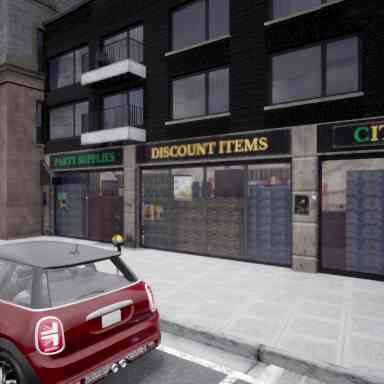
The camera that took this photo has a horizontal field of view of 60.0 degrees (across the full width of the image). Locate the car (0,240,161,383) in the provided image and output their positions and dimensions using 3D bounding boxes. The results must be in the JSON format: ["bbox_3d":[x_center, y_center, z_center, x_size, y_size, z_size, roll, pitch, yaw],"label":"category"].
[{"bbox_3d":[-2.477,1.440,4.848,4.097,1.590,1.967,0,0,36],"label":"car"}]
